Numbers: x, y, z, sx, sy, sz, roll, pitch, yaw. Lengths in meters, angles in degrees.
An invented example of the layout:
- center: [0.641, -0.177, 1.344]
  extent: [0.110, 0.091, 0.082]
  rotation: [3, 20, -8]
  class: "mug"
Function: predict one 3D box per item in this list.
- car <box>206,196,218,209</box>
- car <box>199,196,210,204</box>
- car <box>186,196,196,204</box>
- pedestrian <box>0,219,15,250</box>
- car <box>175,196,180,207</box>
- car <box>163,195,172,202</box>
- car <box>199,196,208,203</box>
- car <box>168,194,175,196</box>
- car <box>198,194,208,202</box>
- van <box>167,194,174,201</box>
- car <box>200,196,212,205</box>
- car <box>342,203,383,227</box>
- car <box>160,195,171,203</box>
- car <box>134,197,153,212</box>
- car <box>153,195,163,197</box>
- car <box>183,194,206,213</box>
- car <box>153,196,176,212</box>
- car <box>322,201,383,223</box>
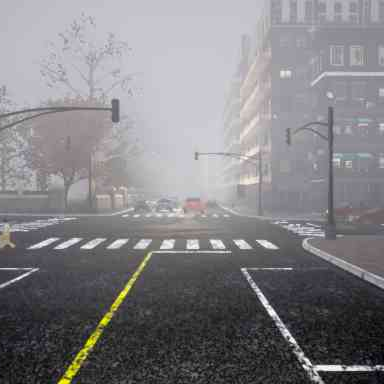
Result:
- center: [2.603, 1.574, 45.357]
  extent: [1.887, 1.381, 4.507]
  rotation: [0, 0, 0]
  class: "car"
- center: [2.557, 1.615, 67.878]
  extent: [2.008, 1.369, 4.403]
  rotation: [0, 0, 0]
  class: "car"
- center: [-0.137, 1.612, 68.437]
  extent: [2.033, 1.411, 5.357]
  rotation: [0, 0, 0]
  class: "car"
- center: [-7.119, 1.577, 12.777]
  extent: [0.375, 1.300, 0.375]
  rotation: [0, 0, 0]
  class: "pedestrian"
- center: [-3.190, 1.635, 49.041]
  extent: [1.895, 1.301, 4.718]
  rotation: [0, 0, 0]
  class: "car"
- center: [-5.846, 1.526, 79.121]
  extent: [1.967, 1.590, 4.097]
  rotation: [0, 0, 0]
  class: "car"
- center: [2.546, 1.619, 73.508]
  extent: [1.887, 1.381, 4.507]
  rotation: [0, 0, 0]
  class: "car"
- center: [-3.195, 1.554, 59.232]
  extent: [1.837, 1.490, 4.892]
  rotation: [0, 0, 0]
  class: "car"
- center: [2.535, 1.401, 79.138]
  extent: [2.192, 1.841, 5.009]
  rotation: [0, 0, 0]
  class: "car"
- center: [-5.869, 1.453, 90.382]
  extent: [1.690, 1.788, 3.998]
  rotation: [0, 0, 0]
  class: "van"
- center: [2.569, 1.494, 62.248]
  extent: [1.967, 1.590, 4.097]
  rotation: [0, 0, 0]
  class: "car"
- center: [14.129, 1.822, 24.828]
  extent: [4.674, 1.442, 1.812]
  rotation: [1, 0, 0]
  class: "car"
- center: [-5.835, 1.515, 73.492]
  extent: [1.967, 1.590, 4.097]
  rotation: [0, 0, 0]
  class: "car"
- center: [-5.766, 1.589, 39.710]
  extent: [1.947, 1.339, 4.313]
  rotation: [0, 0, 0]
  class: "car"
- center: [-5.788, 1.561, 50.801]
  extent: [1.752, 1.417, 4.829]
  rotation: [0, 0, 0]
  class: "car"
- center: [0.099, 1.372, 37.378]
  extent: [2.097, 1.767, 4.553]
  rotation: [0, 0, -2]
  class: "car"
- center: [-3.171, 1.548, 39.117]
  extent: [1.812, 1.442, 4.674]
  rotation: [0, 0, 0]
  class: "car"
- center: [13.413, 1.609, 27.426]
  extent: [5.009, 1.841, 2.192]
  rotation: [1, -1, -1]
  class: "car"
